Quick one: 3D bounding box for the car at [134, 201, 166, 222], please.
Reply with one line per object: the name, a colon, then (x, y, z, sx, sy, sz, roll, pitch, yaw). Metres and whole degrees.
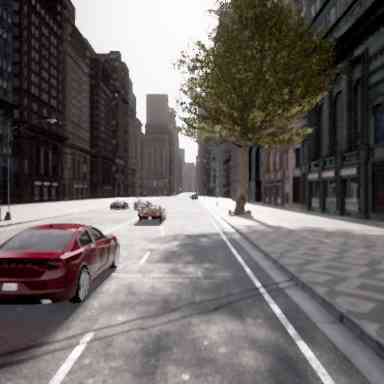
car: (-3.154, 1.679, 27.106, 1.895, 1.301, 4.718, 0, 0, 0)

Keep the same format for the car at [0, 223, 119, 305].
car: (-3.151, 1.501, 8.247, 1.882, 1.535, 5.008, 0, 0, 0)

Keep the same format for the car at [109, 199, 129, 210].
car: (-9.837, 1.697, 45.128, 1.994, 1.385, 4.181, 0, 0, 0)

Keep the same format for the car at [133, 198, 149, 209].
car: (-6.593, 1.621, 44.379, 2.128, 1.511, 4.902, 0, 0, 0)
